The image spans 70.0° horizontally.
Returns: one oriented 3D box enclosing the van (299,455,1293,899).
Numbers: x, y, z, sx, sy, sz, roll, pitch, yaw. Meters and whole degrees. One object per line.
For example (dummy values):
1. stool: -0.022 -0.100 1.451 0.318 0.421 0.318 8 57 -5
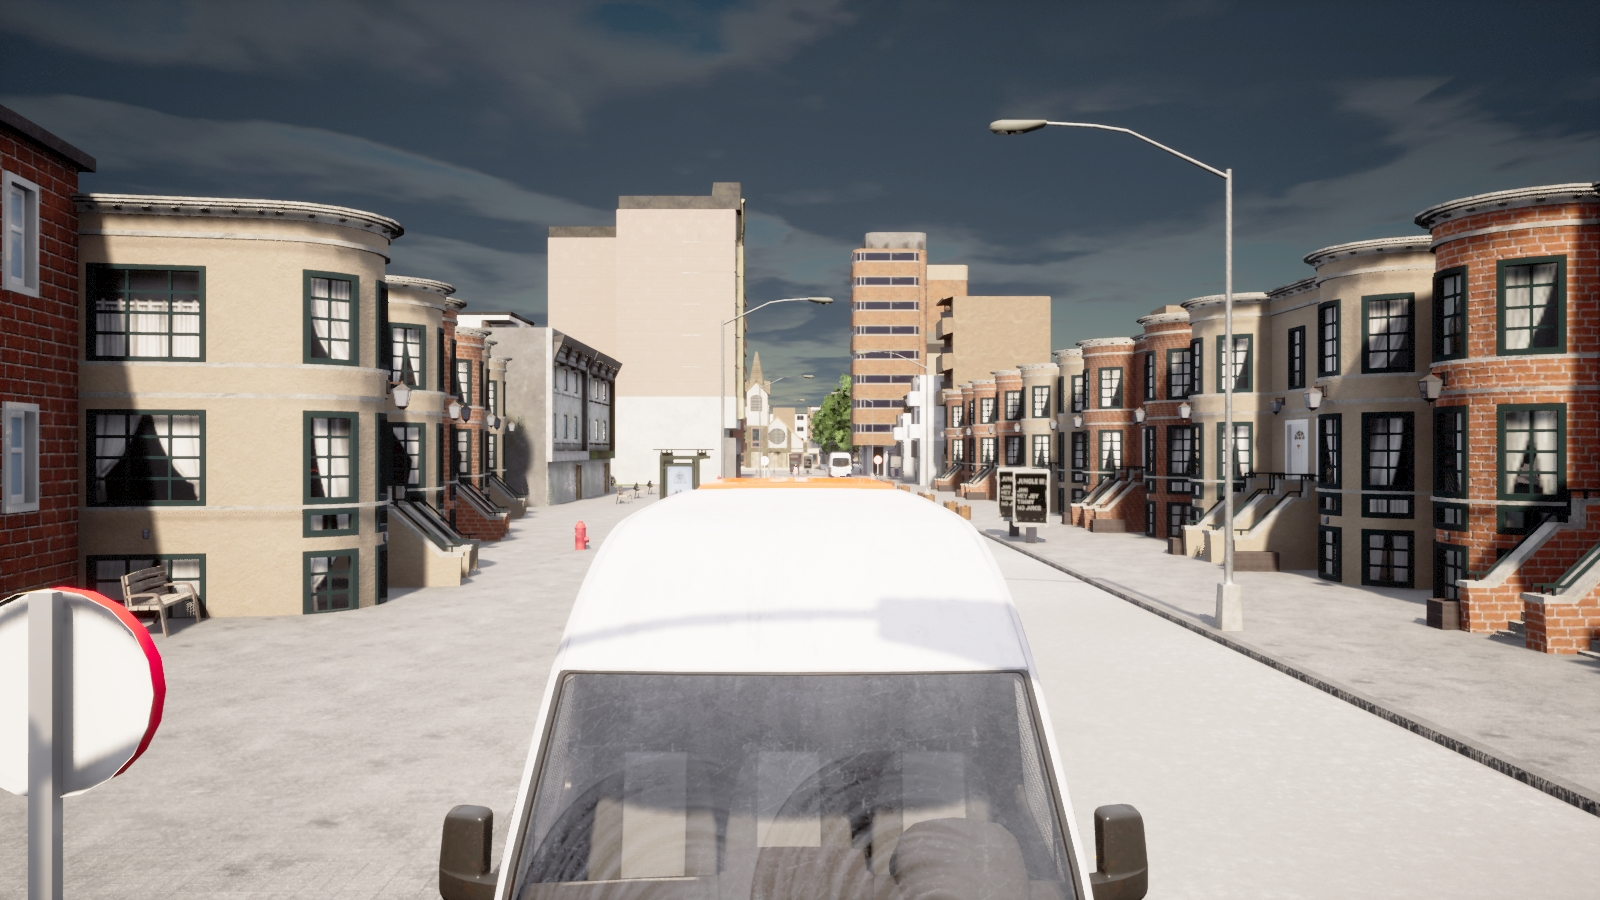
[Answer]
1. van: -0.019 1.314 5.243 1.988 2.561 5.915 0 0 0
